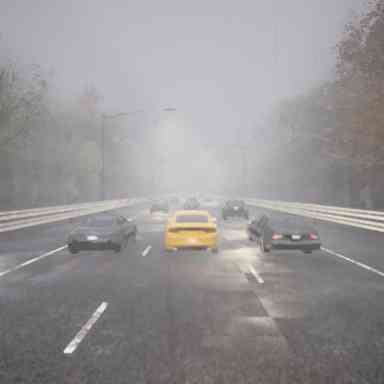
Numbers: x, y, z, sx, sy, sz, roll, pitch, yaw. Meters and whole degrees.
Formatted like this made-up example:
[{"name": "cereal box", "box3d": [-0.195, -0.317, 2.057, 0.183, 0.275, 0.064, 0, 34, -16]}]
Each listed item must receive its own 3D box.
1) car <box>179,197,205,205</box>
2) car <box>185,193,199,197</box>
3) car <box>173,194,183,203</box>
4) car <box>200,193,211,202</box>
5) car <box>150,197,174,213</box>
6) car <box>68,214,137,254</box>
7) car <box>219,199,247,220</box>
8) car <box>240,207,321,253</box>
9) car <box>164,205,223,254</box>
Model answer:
[{"name": "car", "box3d": [0.010, 1.583, 34.744, 2.033, 1.411, 5.357, 0, 0, 0]}, {"name": "car", "box3d": [0.016, 1.528, 66.945, 1.882, 1.535, 5.008, 0, 0, 0]}, {"name": "car", "box3d": [-3.481, 1.590, 70.730, 2.033, 1.411, 5.357, 0, 0, 0]}, {"name": "car", "box3d": [3.520, 1.589, 76.990, 2.033, 1.411, 5.357, 0, 0, 0]}, {"name": "car", "box3d": [-3.488, 1.584, 36.745, 2.033, 1.411, 5.357, 0, 0, 0]}, {"name": "car", "box3d": [-3.495, 1.582, 13.652, 1.994, 1.385, 4.181, 0, 0, 0]}, {"name": "car", "box3d": [3.508, 1.383, 28.650, 2.097, 1.767, 4.553, 0, 0, 0]}, {"name": "car", "box3d": [3.504, 1.565, 13.675, 2.033, 1.411, 5.357, 0, 0, 0]}, {"name": "car", "box3d": [0.003, 1.496, 13.701, 1.882, 1.535, 5.008, 0, 0, 0]}]
